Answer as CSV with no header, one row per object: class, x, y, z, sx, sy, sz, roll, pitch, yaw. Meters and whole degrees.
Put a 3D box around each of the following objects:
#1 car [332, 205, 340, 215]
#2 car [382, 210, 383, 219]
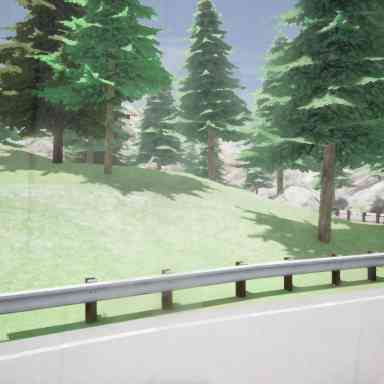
car,12.640,1.579,33.076,1.994,1.385,4.181,0,0,-20
car,16.073,1.367,23.645,2.097,1.767,4.553,0,0,-20
